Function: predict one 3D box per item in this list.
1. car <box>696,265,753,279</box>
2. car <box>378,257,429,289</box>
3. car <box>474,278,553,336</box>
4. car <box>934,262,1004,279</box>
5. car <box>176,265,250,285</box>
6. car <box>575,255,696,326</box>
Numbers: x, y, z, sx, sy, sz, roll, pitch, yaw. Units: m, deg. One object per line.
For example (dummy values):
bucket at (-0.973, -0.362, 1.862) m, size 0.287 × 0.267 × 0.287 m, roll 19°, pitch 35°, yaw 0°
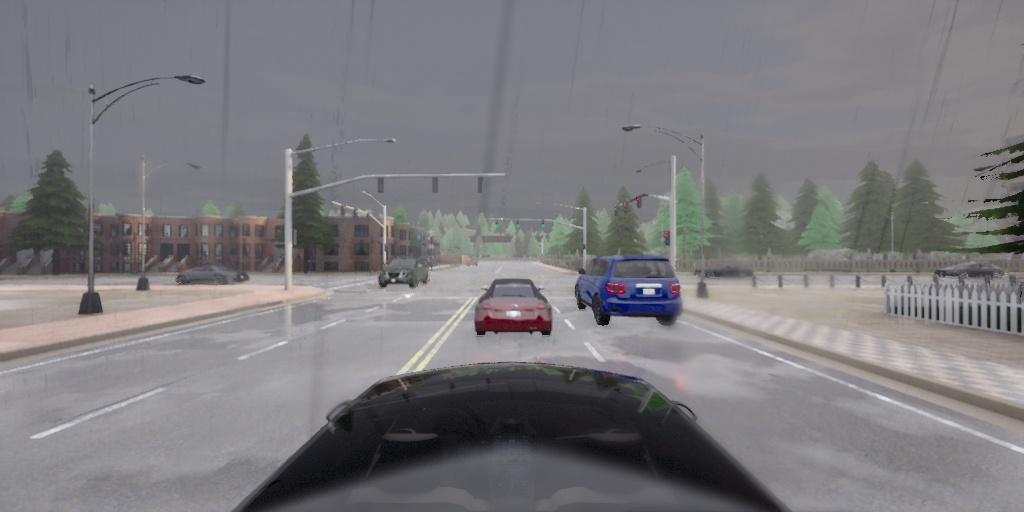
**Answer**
car at (19.255, 1.433, 32.909) m, size 4.718 × 1.301 × 1.895 m, roll 0°, pitch 0°, yaw 0°
car at (-7.116, 1.102, 24.206) m, size 2.150 × 2.045 × 5.566 m, roll 0°, pitch 0°, yaw 0°
car at (0.028, 1.338, 10.487) m, size 1.994 × 1.385 × 4.181 m, roll 0°, pitch 0°, yaw 0°
car at (41.943, 1.339, 32.983) m, size 4.892 × 1.490 × 1.837 m, roll 1°, pitch 0°, yaw 0°
car at (-21.463, 1.379, 25.842) m, size 4.181 × 1.385 × 1.994 m, roll 0°, pitch 0°, yaw -1°
car at (3.542, 1.000, 11.874) m, size 2.150 × 2.045 × 5.566 m, roll 0°, pitch 0°, yaw 1°
